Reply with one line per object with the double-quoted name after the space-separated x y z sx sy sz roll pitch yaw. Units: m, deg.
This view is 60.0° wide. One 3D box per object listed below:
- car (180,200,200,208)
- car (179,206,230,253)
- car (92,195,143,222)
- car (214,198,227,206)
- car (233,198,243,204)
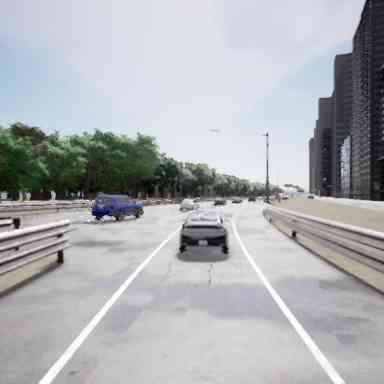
-0.284 1.835 46.727 1.812 1.442 4.674 0 -1 17 "car"
0.562 1.572 14.093 2.128 1.511 4.902 0 0 4 "car"
-6.154 1.315 28.007 2.150 2.045 5.566 1 -1 17 "car"
5.707 2.015 65.817 1.837 1.490 4.892 0 -1 17 "car"
11.855 2.307 85.409 1.994 1.385 4.181 0 -1 17 "car"
